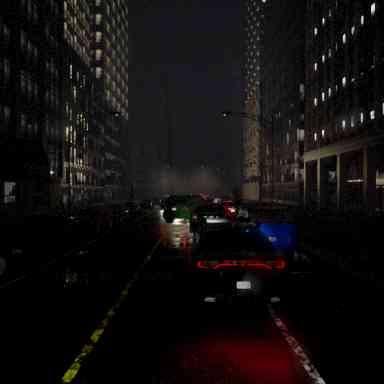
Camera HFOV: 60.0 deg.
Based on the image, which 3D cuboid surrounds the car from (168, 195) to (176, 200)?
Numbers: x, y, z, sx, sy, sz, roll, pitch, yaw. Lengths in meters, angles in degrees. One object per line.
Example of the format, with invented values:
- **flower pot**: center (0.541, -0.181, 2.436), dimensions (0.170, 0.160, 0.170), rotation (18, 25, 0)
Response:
- **car**: center (-5.621, 1.540, 92.529), dimensions (1.947, 1.339, 4.313), rotation (-1, 0, 0)

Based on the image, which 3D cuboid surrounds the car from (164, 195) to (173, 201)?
- **car**: center (-5.630, 1.504, 80.992), dimensions (1.752, 1.417, 4.829), rotation (-1, 0, 0)

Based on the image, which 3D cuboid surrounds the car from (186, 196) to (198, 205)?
- **car**: center (0.049, 1.477, 59.310), dimensions (2.128, 1.511, 4.902), rotation (0, 0, 0)

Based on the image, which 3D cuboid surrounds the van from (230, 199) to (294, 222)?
- **van**: center (2.691, 1.338, 12.951), dimensions (1.690, 1.788, 3.998), rotation (-1, 0, 0)

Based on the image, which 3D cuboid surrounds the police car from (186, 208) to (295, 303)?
- **police car**: center (0.906, 1.423, 8.409), dimensions (1.930, 1.638, 5.238), rotation (0, 0, 0)

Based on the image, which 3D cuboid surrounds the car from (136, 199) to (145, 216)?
- **car**: center (-5.673, 1.575, 30.009), dimensions (1.802, 1.307, 4.206), rotation (-1, 0, 0)

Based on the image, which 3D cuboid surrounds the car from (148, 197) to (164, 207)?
- **car**: center (-5.654, 1.538, 52.743), dimensions (2.008, 1.369, 4.403), rotation (-1, 0, 0)

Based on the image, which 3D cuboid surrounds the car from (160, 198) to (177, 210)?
- **car**: center (-2.963, 1.516, 42.920), dimensions (1.812, 1.442, 4.674), rotation (0, 0, 0)

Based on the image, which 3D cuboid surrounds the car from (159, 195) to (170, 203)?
- **car**: center (-5.641, 1.422, 69.794), dimensions (1.967, 1.590, 4.097), rotation (-1, 0, 0)

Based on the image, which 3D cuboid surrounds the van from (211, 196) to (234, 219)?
- **van**: center (2.705, 1.334, 30.002), dimensions (1.690, 1.788, 3.998), rotation (-1, 0, 0)

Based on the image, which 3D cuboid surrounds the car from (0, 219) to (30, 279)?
- **car**: center (-5.693, 1.549, 7.274), dimensions (2.008, 1.369, 4.403), rotation (-1, 0, 0)

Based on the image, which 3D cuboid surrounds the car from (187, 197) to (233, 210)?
- **car**: center (0.913, 1.347, 18.269), dimensions (2.097, 1.767, 4.553), rotation (0, 0, 0)

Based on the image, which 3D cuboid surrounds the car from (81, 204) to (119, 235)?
- **car**: center (-5.683, 1.540, 18.642), dimensions (1.887, 1.381, 4.507), rotation (-1, 0, 0)

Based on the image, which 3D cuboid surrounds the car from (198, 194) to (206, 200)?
- **car**: center (2.759, 1.414, 92.522), dimensions (1.967, 1.590, 4.097), rotation (-1, 0, 0)

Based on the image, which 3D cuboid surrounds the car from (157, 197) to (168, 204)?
- **car**: center (-5.645, 1.566, 64.111), dimensions (1.802, 1.307, 4.206), rotation (-1, 0, 0)

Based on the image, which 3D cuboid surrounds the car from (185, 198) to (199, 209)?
- **car**: center (0.055, 1.590, 46.021), dimensions (1.895, 1.301, 4.718), rotation (0, 0, 1)

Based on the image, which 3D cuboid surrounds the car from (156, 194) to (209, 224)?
- **car**: center (-0.123, 1.214, 24.684), dimensions (2.150, 2.045, 5.566), rotation (-1, 0, 24)

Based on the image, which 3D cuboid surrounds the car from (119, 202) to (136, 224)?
- **car**: center (-5.679, 1.545, 24.325), dimensions (2.008, 1.369, 4.403), rotation (-1, 0, 0)

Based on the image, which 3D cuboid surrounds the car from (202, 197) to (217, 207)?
- **car**: center (2.726, 1.538, 52.736), dimensions (2.008, 1.369, 4.403), rotation (-1, 0, 0)

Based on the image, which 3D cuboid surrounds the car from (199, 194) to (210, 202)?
- **car**: center (2.743, 1.296, 75.471), dimensions (2.192, 1.841, 5.009), rotation (-1, 0, 0)

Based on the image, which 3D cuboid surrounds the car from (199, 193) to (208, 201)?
- **car**: center (2.748, 1.294, 81.155), dimensions (2.192, 1.841, 5.009), rotation (-1, 0, 0)

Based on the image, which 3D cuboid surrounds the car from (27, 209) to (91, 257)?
- **car**: center (-5.688, 1.563, 12.958), dimensions (1.947, 1.339, 4.313), rotation (-1, 0, 0)

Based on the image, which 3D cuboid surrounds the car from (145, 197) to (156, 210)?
- **car**: center (-5.664, 1.541, 41.376), dimensions (2.008, 1.369, 4.403), rotation (-1, 0, 0)
